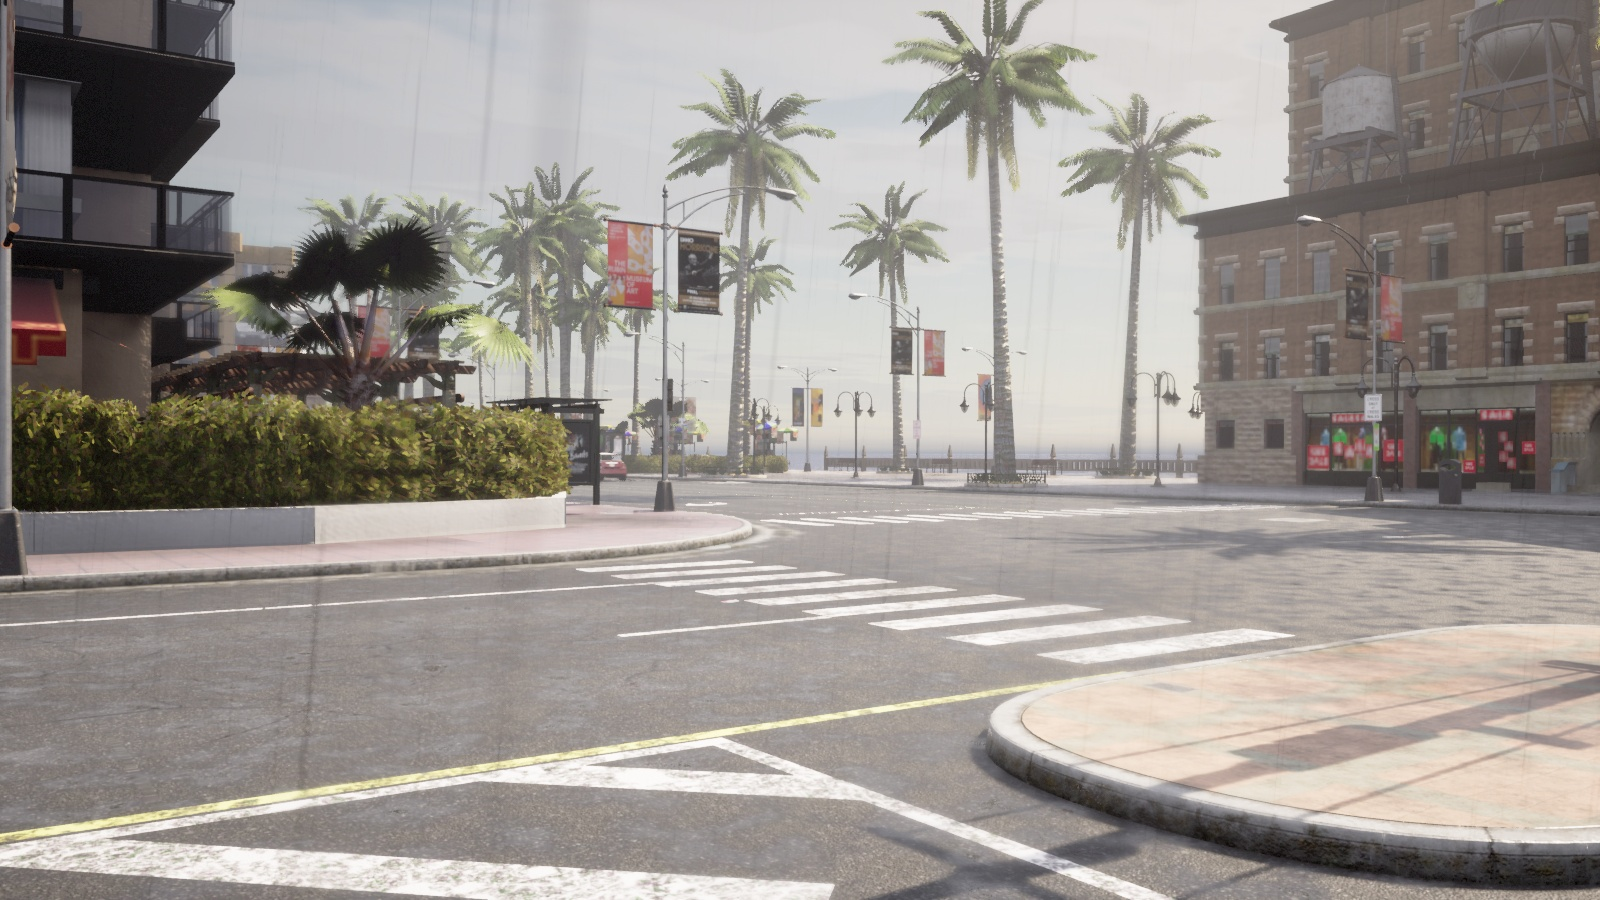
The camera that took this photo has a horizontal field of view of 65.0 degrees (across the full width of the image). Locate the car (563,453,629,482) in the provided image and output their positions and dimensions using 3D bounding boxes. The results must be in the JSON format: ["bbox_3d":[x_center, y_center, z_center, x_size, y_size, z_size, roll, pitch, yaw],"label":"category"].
[{"bbox_3d":[-10.863,0.896,66.745,1.970,1.475,3.806,0,0,-36],"label":"car"}]
